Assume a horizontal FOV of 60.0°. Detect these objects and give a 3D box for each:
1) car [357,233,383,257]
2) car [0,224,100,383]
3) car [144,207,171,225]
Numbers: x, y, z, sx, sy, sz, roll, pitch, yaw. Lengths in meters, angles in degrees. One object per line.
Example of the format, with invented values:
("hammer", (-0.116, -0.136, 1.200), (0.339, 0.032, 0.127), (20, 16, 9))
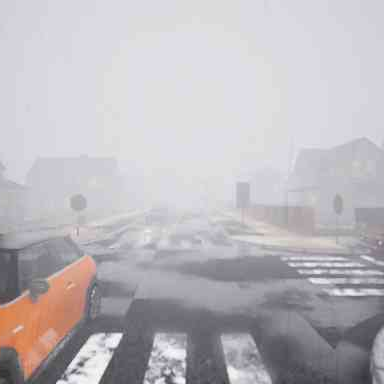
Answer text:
("car", (8.534, 1.806, 11.752), (4.718, 1.301, 1.895), (0, 0, 5))
("car", (-2.746, 1.412, 4.279), (2.097, 1.767, 4.553), (0, -1, 0))
("car", (-2.733, 1.951, 27.752), (2.033, 1.411, 5.357), (0, -1, 0))
